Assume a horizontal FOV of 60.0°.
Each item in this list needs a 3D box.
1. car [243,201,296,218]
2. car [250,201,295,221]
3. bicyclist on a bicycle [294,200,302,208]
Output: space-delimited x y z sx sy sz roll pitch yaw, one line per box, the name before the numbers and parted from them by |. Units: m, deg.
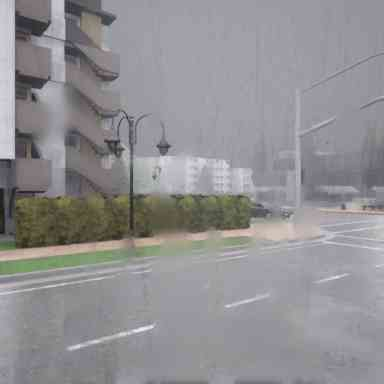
car | 7.143 1.601 31.038 1.895 1.301 4.718 0 0 -38
car | 5.702 1.505 27.226 1.837 1.490 4.892 0 0 -38
bicyclist on a bicycle | 13.295 1.301 41.601 1.656 1.620 0.582 0 0 -39
